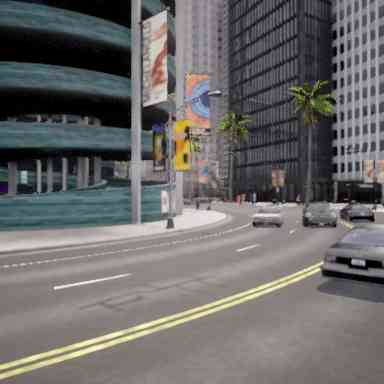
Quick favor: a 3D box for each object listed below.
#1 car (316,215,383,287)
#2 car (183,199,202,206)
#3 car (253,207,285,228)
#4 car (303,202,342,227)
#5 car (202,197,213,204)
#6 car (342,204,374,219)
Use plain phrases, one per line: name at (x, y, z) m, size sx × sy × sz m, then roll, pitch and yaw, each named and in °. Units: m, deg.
car at (5.261, 1.606, 9.239) m, size 2.033 × 1.411 × 5.357 m, roll 0°, pitch -1°, yaw 40°
car at (-0.508, 2.069, 66.668) m, size 1.812 × 1.442 × 4.674 m, roll 0°, pitch 0°, yaw -29°
car at (5.596, 1.770, 23.957) m, size 1.895 × 1.301 × 4.718 m, roll 0°, pitch 0°, yaw 19°
car at (9.039, 1.511, 23.698) m, size 2.097 × 1.767 × 4.553 m, roll 0°, pitch 0°, yaw 17°
car at (3.267, 2.083, 80.633) m, size 2.231 × 1.521 × 4.892 m, roll 0°, pitch 0°, yaw -29°
car at (14.053, 1.747, 28.596) m, size 1.994 × 1.385 × 4.181 m, roll 0°, pitch 0°, yaw 11°
